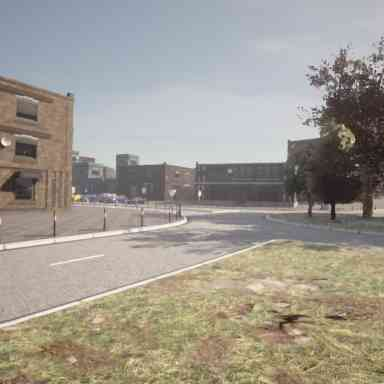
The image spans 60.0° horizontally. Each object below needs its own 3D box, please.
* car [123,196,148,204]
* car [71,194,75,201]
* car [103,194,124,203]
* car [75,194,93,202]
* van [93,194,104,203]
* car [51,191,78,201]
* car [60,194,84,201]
[{"bbox_3d":[-10.767,1.746,66.061,2.163,1.488,4.792,1,-1,31],"label":"car"},{"bbox_3d":[-25.056,1.372,74.665,2.097,1.535,5.008,2,0,31],"label":"car"},{"bbox_3d":[-15.391,1.495,68.910,2.185,1.767,4.553,1,-1,31],"label":"car"},{"bbox_3d":[-22.544,1.316,73.203,2.185,1.767,4.553,2,0,31],"label":"car"},{"bbox_3d":[-17.957,1.335,70.280,1.878,1.987,4.442,1,-1,31],"label":"van"},{"bbox_3d":[-29.687,0.994,77.491,2.435,2.045,5.566,2,0,31],"label":"car"},{"bbox_3d":[-27.326,1.311,76.040,2.231,1.521,4.892,2,0,31],"label":"car"}]
